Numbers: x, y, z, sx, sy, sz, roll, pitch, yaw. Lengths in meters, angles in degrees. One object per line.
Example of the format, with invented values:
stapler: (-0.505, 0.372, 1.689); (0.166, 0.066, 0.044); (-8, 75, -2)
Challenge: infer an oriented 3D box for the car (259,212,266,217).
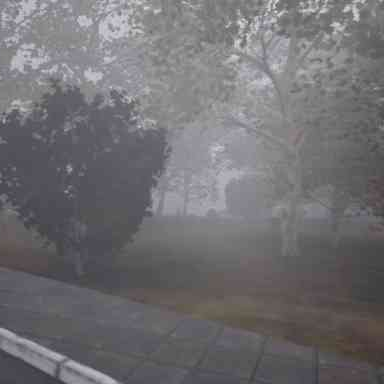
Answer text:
car: (10.343, 3.429, 52.621); (4.718, 1.301, 1.895); (4, -1, -40)

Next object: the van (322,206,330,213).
van: (34.602, 4.565, 87.971); (4.442, 1.987, 1.878); (3, -1, -40)

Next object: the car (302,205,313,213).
car: (26.174, 4.088, 80.911); (5.566, 2.045, 2.435); (3, -1, -40)

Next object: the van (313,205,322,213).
van: (30.353, 4.339, 84.413); (4.442, 1.987, 1.878); (3, -1, -40)

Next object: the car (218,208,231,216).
car: (6.413, 3.213, 53.443); (4.718, 1.301, 1.895); (4, -2, -40)
